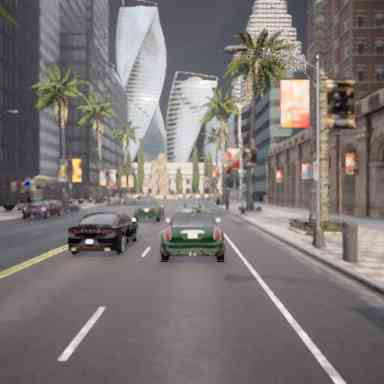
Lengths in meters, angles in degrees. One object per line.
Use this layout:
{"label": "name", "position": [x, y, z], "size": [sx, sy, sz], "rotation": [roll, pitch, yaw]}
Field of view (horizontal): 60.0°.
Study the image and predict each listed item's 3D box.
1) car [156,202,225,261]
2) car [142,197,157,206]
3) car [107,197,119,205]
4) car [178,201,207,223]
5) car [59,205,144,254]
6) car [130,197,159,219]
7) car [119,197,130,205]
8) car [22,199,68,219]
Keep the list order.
{"label": "car", "position": [0.040, 1.387, 12.491], "size": [2.097, 1.767, 4.553], "rotation": [0, 0, 1]}
{"label": "car", "position": [-7.389, 1.681, 58.439], "size": [2.128, 1.511, 4.902], "rotation": [0, 0, 0]}
{"label": "car", "position": [-13.947, 1.694, 59.983], "size": [2.231, 1.521, 4.892], "rotation": [0, 0, -1]}
{"label": "car", "position": [0.035, 1.571, 27.549], "size": [2.128, 1.511, 4.902], "rotation": [0, 0, 0]}
{"label": "car", "position": [-3.449, 1.526, 13.734], "size": [1.882, 1.535, 5.008], "rotation": [0, 0, 1]}
{"label": "car", "position": [-3.465, 1.440, 27.486], "size": [2.097, 1.767, 4.553], "rotation": [0, 0, 0]}
{"label": "car", "position": [-10.887, 1.702, 58.294], "size": [1.837, 1.490, 4.892], "rotation": [0, 0, 0]}
{"label": "car", "position": [-13.631, 1.480, 30.610], "size": [2.185, 1.767, 4.553], "rotation": [0, 0, -1]}
